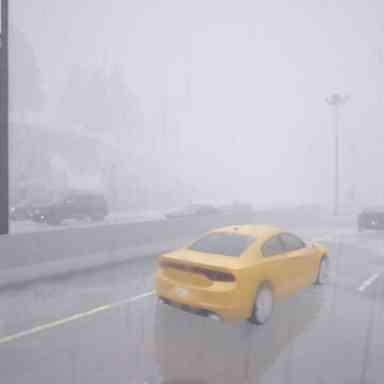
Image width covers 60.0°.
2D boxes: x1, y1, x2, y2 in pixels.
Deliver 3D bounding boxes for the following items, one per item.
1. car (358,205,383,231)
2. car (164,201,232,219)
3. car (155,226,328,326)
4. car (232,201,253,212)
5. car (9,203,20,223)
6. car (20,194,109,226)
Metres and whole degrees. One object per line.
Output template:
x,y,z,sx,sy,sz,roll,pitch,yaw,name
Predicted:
11.379,1.540,20.058,1.882,1.535,5.008,0,0,36,car
0.345,1.530,23.107,2.033,1.411,5.357,0,0,38,car
1.404,1.480,7.280,1.882,1.535,5.008,0,0,39,car
4.795,1.605,35.429,1.895,1.301,4.718,0,0,33,car
-11.799,1.248,24.674,2.097,1.767,4.553,0,0,38,car
-8.457,1.142,23.221,2.150,2.045,5.566,0,0,38,car
